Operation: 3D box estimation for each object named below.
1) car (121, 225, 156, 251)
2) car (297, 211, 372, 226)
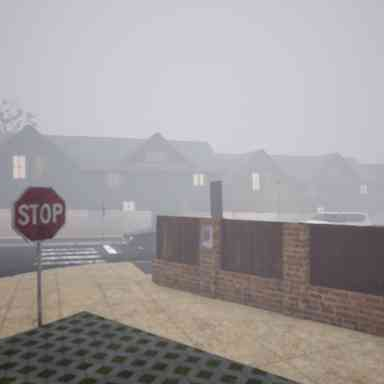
[{"bbox_3d":[-0.897,2.204,17.502,5.357,1.411,2.033,2,-2,-25],"label":"car"},{"bbox_3d":[9.192,2.283,21.724,5.566,2.045,2.150,2,-2,-22],"label":"car"}]
